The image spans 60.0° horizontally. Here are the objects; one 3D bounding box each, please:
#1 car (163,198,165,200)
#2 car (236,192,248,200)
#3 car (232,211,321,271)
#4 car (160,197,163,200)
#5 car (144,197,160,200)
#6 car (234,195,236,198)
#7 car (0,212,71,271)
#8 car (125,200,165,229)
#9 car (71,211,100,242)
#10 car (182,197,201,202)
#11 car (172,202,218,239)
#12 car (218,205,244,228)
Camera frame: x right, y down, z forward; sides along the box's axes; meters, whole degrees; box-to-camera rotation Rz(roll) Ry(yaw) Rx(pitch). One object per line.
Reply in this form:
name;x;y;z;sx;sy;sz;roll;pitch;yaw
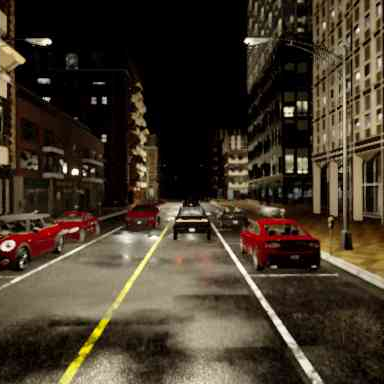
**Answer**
car;-6.023;1.694;63.202;1.802;1.307;4.206;0;0;0
car;14.321;1.075;83.253;5.009;1.841;2.192;-1;1;-1
car;2.637;1.543;10.782;1.887;1.381;4.507;0;0;0
car;-5.916;1.642;50.285;2.008;1.369;4.403;0;0;0
car;-5.892;1.633;44.637;2.008;1.369;4.403;0;0;0
car;14.150;1.075;91.631;5.009;1.841;2.192;-1;1;-1
car;-5.743;1.479;10.745;1.967;1.590;4.097;0;0;0
car;-3.101;1.516;21.986;1.882;1.535;5.008;0;0;0
car;-5.767;1.627;16.394;1.802;1.307;4.206;0;0;0
car;-0.081;1.397;38.496;2.097;1.767;4.553;0;0;0
car;0.000;1.510;17.456;2.128;1.511;4.902;0;0;0
car;2.587;1.562;22.080;2.008;1.369;4.403;0;0;0
